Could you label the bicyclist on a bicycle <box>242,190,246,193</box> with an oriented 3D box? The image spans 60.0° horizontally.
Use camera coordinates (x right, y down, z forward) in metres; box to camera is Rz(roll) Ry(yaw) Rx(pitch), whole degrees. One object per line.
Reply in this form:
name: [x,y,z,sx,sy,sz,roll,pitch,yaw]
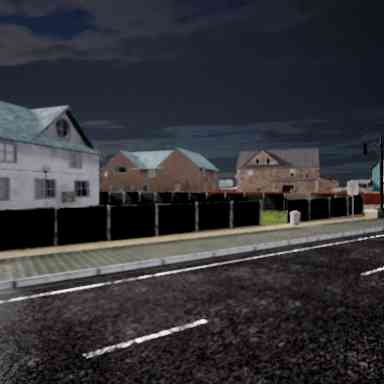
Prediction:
bicyclist on a bicycle: [6.287,0.563,40.429,0.582,1.620,1.656,0,1,19]
